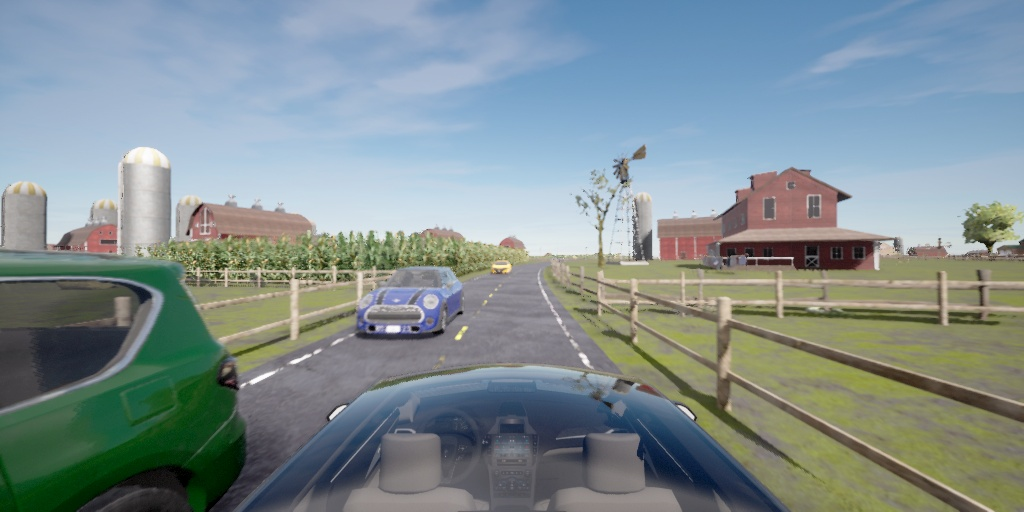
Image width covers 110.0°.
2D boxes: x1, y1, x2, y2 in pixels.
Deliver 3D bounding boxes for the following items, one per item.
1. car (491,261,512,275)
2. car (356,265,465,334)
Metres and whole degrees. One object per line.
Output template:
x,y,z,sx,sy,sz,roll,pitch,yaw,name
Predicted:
-1.140,1.266,40.232,1.882,1.535,5.008,0,0,5,car
-2.712,1.104,10.575,2.097,1.767,4.553,0,0,1,car
